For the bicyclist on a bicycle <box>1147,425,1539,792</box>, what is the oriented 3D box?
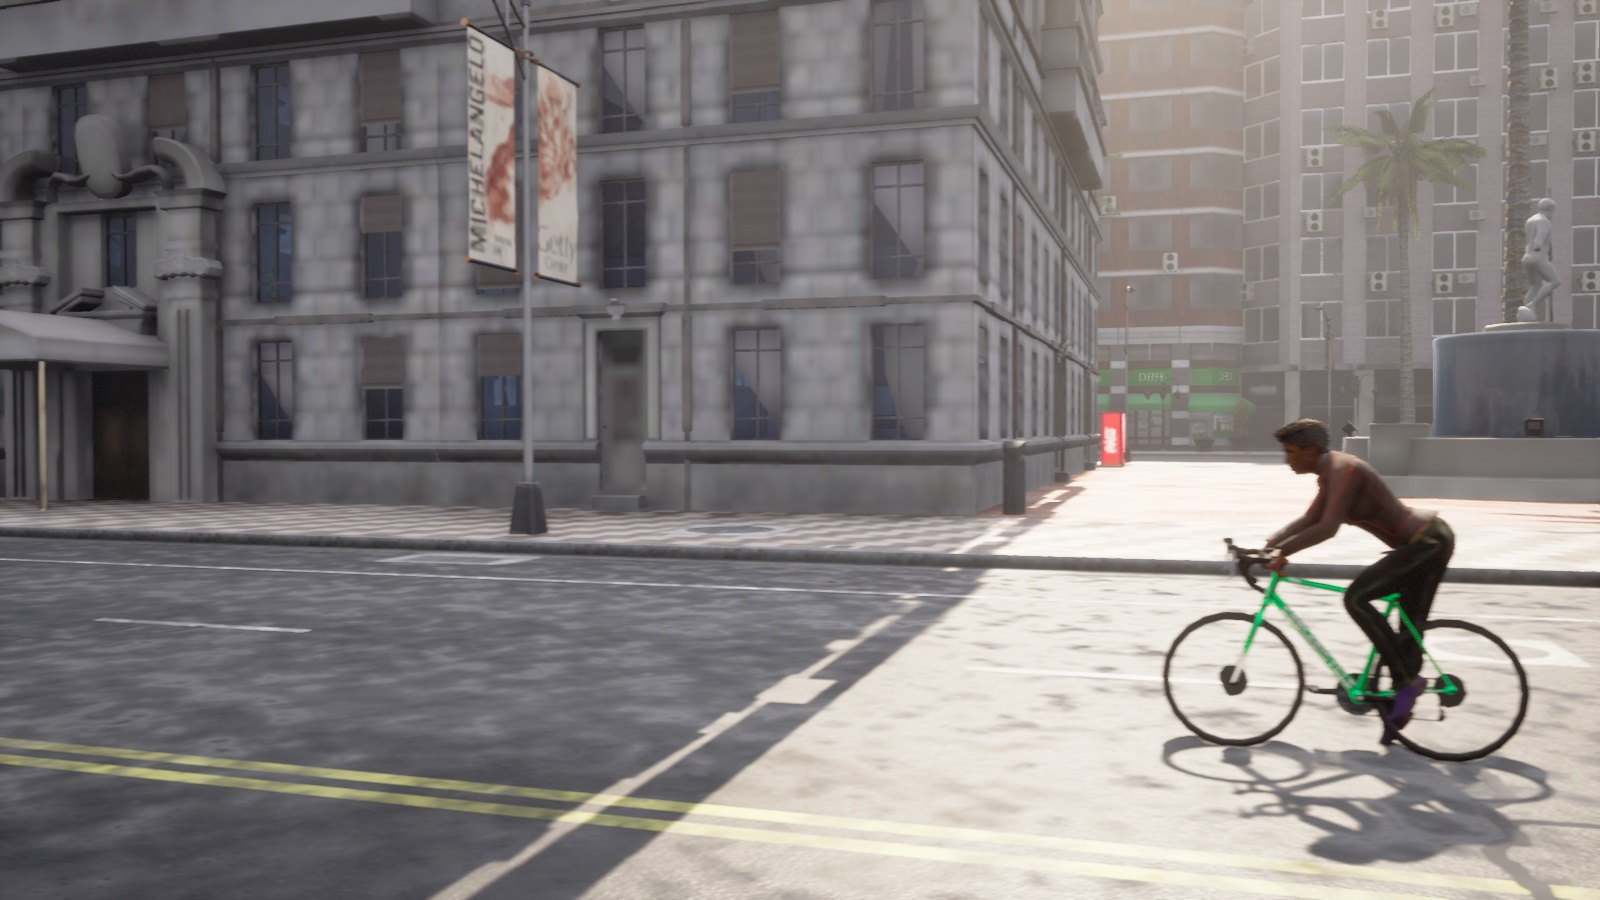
[{"bbox_3d":[2.548,0.692,6.066,1.656,1.620,0.582,0,1,18],"label":"bicyclist on a bicycle"}]
